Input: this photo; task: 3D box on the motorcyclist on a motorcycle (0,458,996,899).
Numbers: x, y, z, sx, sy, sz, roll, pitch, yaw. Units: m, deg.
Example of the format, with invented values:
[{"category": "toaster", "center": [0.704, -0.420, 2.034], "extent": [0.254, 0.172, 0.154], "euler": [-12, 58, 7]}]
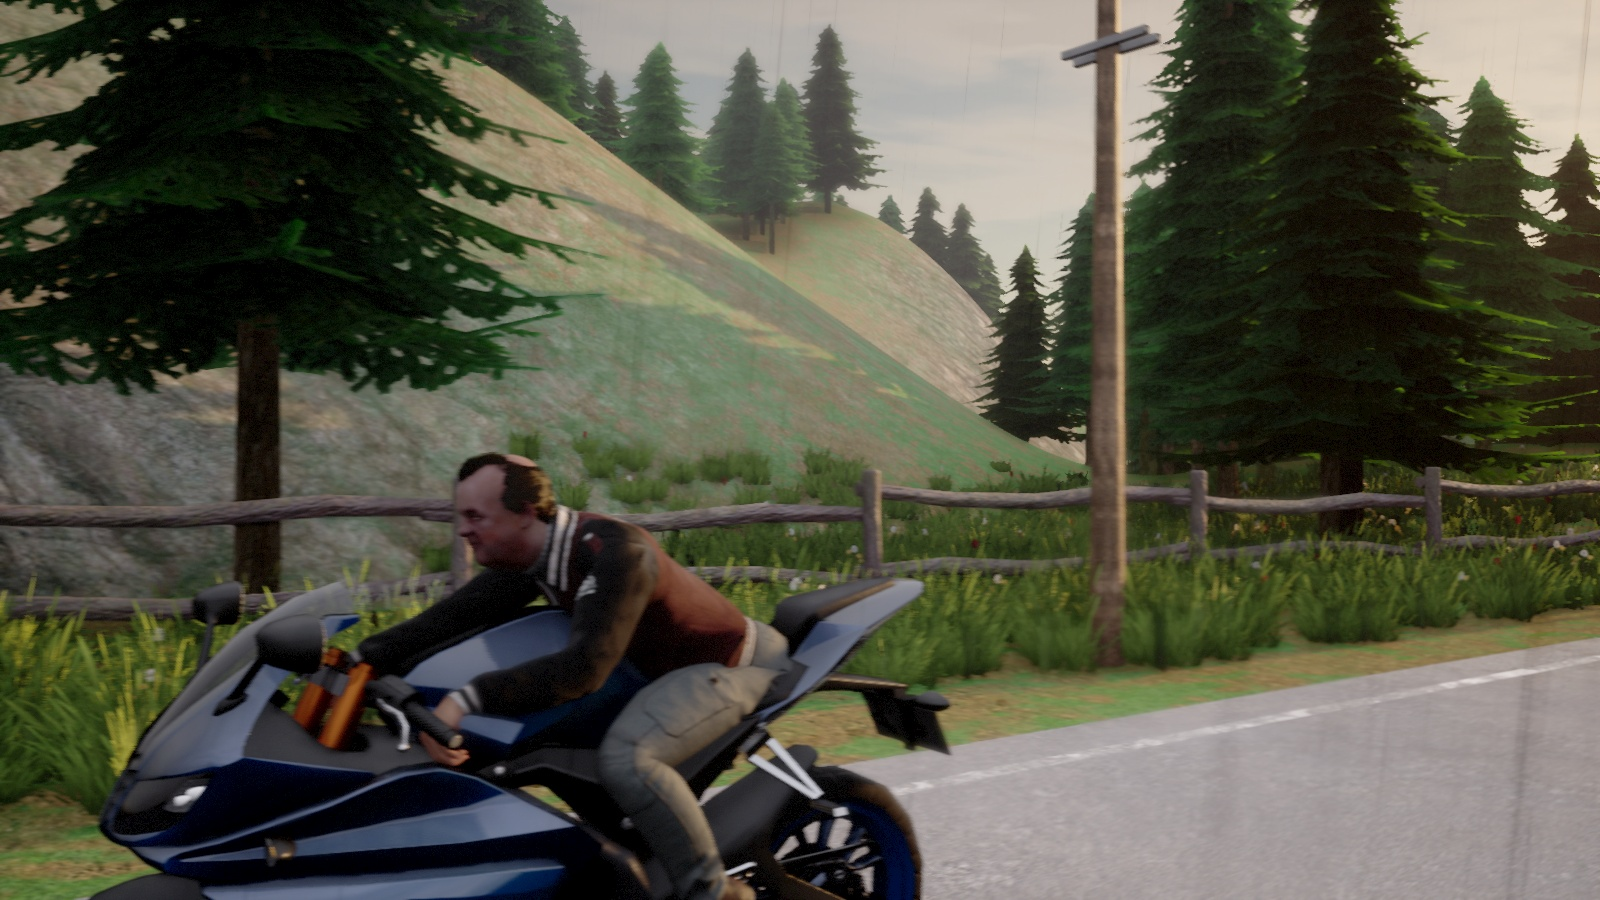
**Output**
[{"category": "motorcyclist on a motorcycle", "center": [-0.664, 0.788, 2.836], "extent": [2.191, 1.530, 0.866], "euler": [0, 0, -35]}]
